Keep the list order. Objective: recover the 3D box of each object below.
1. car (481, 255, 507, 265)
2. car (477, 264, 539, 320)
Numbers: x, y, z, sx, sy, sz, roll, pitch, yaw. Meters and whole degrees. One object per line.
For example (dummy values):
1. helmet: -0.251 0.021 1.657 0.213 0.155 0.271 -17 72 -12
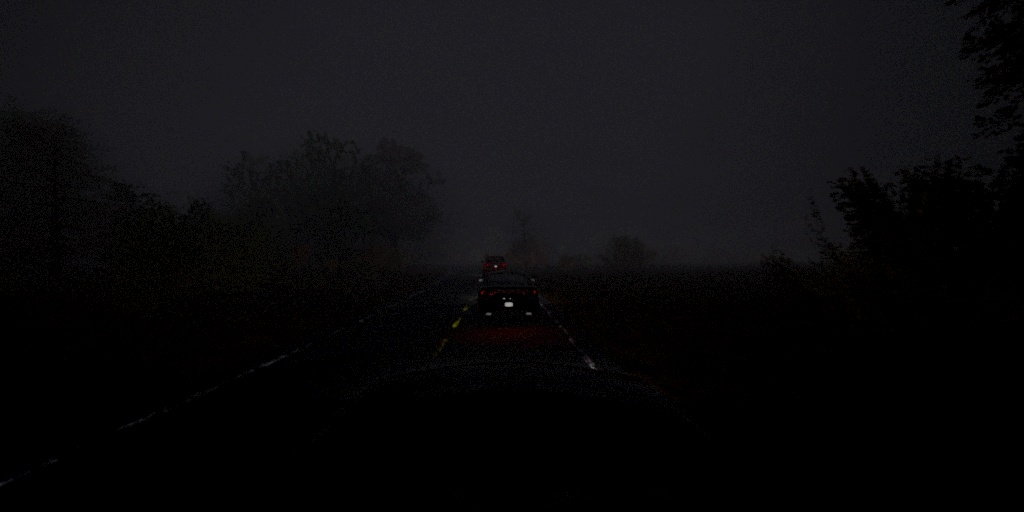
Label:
1. car: -1.661 0.971 33.239 2.150 2.045 5.566 0 0 -6
2. car: -0.175 1.227 12.680 1.882 1.535 5.008 0 0 -2
